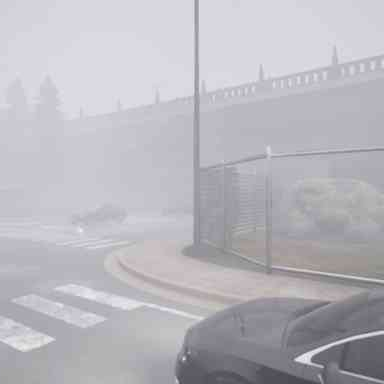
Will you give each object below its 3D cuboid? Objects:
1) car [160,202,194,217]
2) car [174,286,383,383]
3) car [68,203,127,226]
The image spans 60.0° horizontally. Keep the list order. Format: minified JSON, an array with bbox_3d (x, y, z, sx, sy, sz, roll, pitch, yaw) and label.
[{"bbox_3d":[-1.060,1.666,32.807,1.895,1.301,4.718,0,0,36],"label":"car"},{"bbox_3d":[2.067,1.505,2.531,4.892,1.490,1.837,0,0,36],"label":"car"},{"bbox_3d":[-6.879,1.591,24.657,1.812,1.442,4.674,0,0,36],"label":"car"}]
